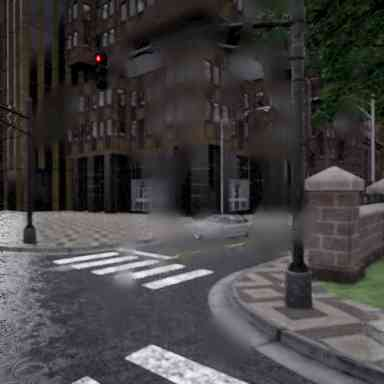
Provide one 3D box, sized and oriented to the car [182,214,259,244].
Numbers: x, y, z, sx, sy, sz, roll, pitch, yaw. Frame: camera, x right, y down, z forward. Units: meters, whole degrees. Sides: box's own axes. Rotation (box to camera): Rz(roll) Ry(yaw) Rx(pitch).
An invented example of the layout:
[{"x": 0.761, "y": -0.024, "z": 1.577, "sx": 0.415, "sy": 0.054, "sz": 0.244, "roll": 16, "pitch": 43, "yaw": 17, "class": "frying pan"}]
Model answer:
[{"x": 1.622, "y": 1.858, "z": 17.536, "sx": 1.895, "sy": 1.301, "sz": 4.718, "roll": 0, "pitch": -1, "yaw": 39, "class": "car"}]
